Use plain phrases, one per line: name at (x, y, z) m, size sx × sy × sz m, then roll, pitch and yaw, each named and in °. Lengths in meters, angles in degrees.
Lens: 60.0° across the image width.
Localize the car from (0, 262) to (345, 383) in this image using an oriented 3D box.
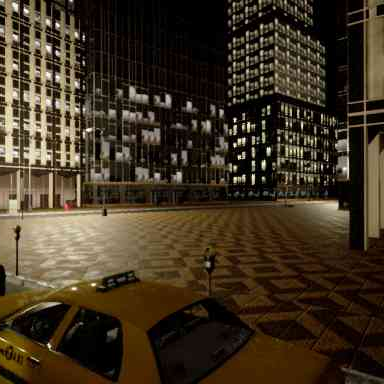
car at (-0.964, 1.525, 3.562) m, size 4.829 × 1.417 × 1.752 m, roll 0°, pitch 0°, yaw 35°
